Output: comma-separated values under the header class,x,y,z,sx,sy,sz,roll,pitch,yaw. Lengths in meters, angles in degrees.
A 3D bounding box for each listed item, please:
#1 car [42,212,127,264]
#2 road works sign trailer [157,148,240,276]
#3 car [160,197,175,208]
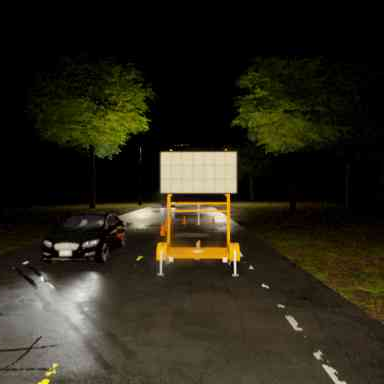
class,x,y,z,sx,sy,sz,roll,pitch,yaw
car,-3.615,1.489,11.940,2.128,1.511,4.902,0,0,0
road works sign trailer,0.206,0.462,10.326,2.380,3.560,2.880,0,0,2
car,-3.568,1.536,49.787,1.837,1.490,4.892,0,0,0
